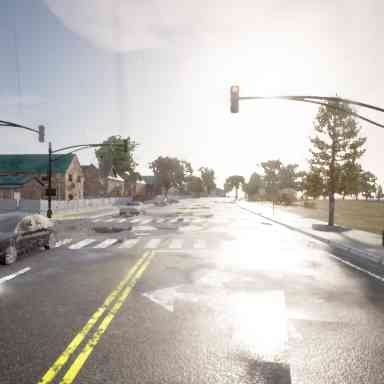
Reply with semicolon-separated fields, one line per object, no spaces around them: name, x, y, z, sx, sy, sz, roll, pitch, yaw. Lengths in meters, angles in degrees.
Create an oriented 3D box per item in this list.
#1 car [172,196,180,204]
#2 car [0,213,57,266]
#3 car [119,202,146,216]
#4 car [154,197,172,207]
car;-3.812;1.661;69.974;1.812;1.442;4.674;0;0;4
car;-6.411;1.535;11.671;1.837;1.490;4.892;0;0;1
car;-5.890;1.645;33.243;1.895;1.301;4.718;0;0;2
car;-4.925;1.587;53.412;2.128;1.511;4.902;0;0;3
